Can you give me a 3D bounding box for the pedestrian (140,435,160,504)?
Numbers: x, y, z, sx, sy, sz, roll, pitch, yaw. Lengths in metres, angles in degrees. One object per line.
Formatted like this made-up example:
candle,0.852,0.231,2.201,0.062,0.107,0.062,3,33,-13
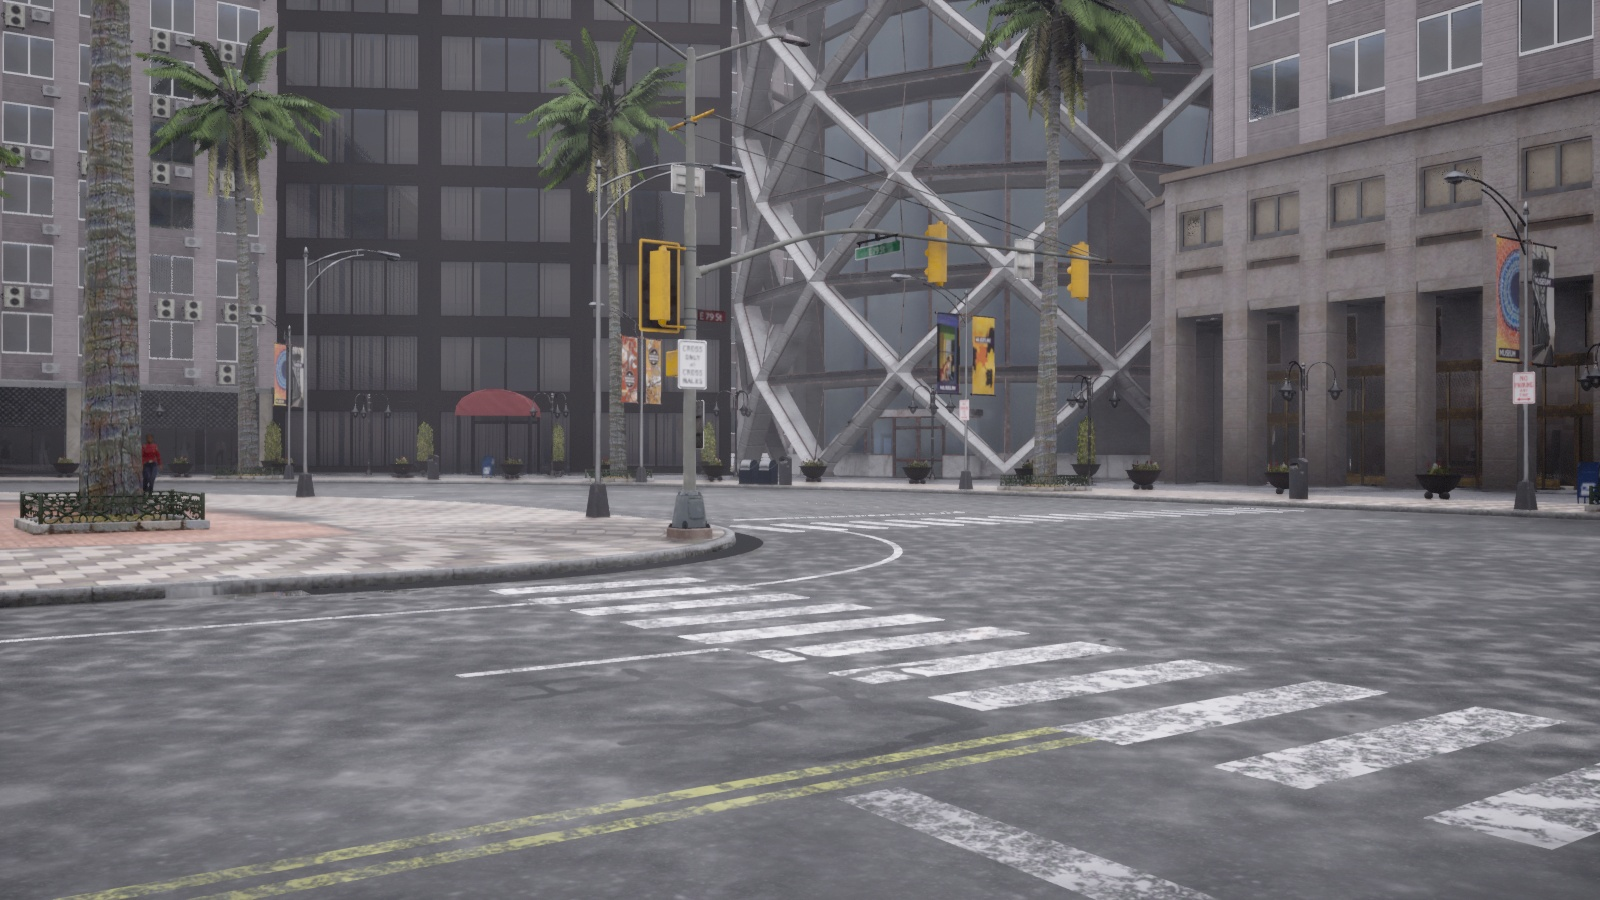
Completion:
pedestrian,-17.700,0.523,34.197,0.331,1.846,0.636,0,0,-43
